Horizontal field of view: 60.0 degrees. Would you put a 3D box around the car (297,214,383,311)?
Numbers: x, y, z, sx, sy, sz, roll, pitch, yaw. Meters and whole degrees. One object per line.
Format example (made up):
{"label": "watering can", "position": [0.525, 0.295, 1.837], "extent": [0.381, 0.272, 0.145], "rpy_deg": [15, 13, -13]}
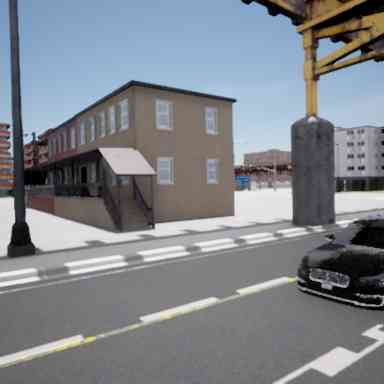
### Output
{"label": "car", "position": [4.255, 1.284, 7.111], "extent": [4.892, 1.490, 1.837], "rpy_deg": [-2, 1, -36]}
